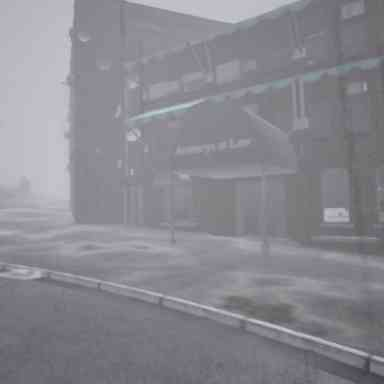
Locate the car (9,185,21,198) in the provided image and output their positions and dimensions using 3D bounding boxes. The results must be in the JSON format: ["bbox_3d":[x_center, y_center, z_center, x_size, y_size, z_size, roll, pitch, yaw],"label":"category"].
[{"bbox_3d":[-32.680,-0.002,56.193,5.566,2.045,2.435,0,2,-39],"label":"car"}]

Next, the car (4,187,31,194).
[{"bbox_3d":[-38.558,-0.367,73.501,4.792,1.488,2.163,0,2,-39],"label":"car"}]

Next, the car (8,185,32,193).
[{"bbox_3d":[-39.535,-0.629,76.375,4.553,1.767,2.185,0,2,-39],"label":"car"}]

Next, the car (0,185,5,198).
[{"bbox_3d":[-28.804,0.430,44.621,5.566,2.045,2.435,0,2,-39],"label":"car"}]

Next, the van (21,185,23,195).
[{"bbox_3d":[-34.570,-0.191,62.014,4.442,1.987,1.878,0,2,-39],"label":"van"}]

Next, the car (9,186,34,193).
[{"bbox_3d":[-40.565,-0.609,79.242,4.892,1.521,2.231,0,2,-39],"label":"car"}]

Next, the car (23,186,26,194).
[{"bbox_3d":[-35.666,-0.200,64.807,4.553,1.767,2.185,0,2,-39],"label":"car"}]

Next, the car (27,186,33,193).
[{"bbox_3d":[-37.456,-0.292,70.713,5.366,1.575,1.946,0,2,-39],"label":"car"}]

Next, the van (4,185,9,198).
[{"bbox_3d":[-30.832,0.239,50.332,4.442,1.987,1.878,0,2,-39],"label":"van"}]
